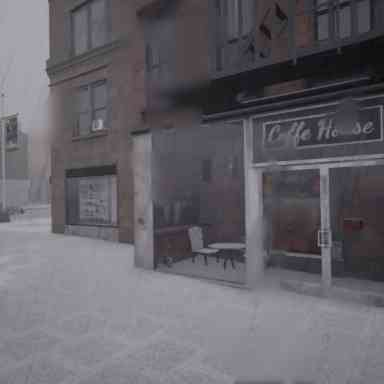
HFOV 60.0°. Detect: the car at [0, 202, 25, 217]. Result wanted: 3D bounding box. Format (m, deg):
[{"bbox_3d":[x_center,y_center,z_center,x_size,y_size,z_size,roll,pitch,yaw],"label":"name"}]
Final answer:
[{"bbox_3d":[-16.066,1.326,25.978,2.033,1.411,5.357,-2,0,35],"label":"car"}]
